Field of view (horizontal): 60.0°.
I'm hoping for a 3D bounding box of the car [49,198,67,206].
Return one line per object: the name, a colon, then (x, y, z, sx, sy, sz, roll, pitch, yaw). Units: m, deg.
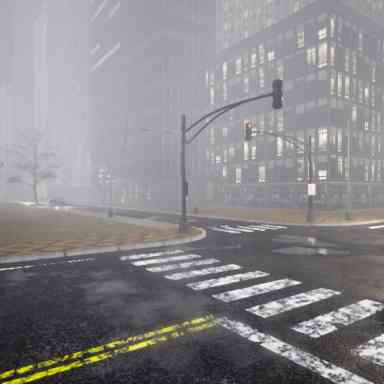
car: (-21.807, 1.606, 54.157, 1.895, 1.301, 4.718, 0, 0, -35)
